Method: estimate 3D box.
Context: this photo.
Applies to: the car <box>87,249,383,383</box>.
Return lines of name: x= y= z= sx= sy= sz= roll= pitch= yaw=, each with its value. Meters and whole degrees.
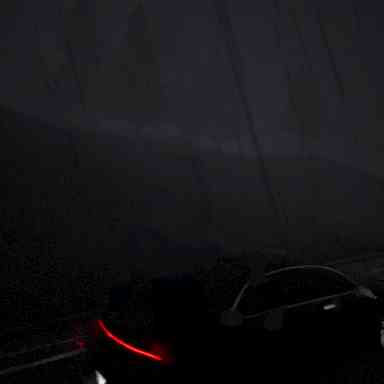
car: x=1.093 y=1.577 z=4.627 sx=4.892 sy=1.490 sz=1.837 roll=0 pitch=0 yaw=-36
